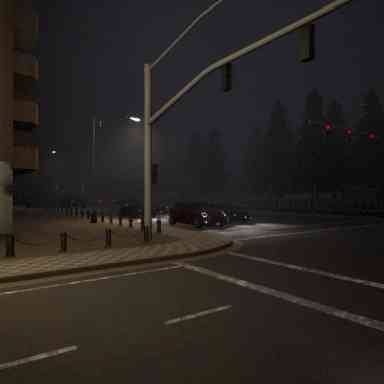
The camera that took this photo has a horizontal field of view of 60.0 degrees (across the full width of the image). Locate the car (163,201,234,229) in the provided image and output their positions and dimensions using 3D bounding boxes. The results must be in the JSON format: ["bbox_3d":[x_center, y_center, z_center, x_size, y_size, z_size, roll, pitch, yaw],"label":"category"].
[{"bbox_3d":[0.316,1.407,22.518,2.097,1.767,4.553,0,0,-36],"label":"car"}]

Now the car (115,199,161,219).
[{"bbox_3d":[-4.903,1.619,29.766,1.994,1.385,4.181,0,0,-36],"label":"car"}]

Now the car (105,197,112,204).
[{"bbox_3d":[-16.723,1.656,64.459,1.895,1.301,4.718,0,0,-36],"label":"car"}]

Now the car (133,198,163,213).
[{"bbox_3d":[-4.340,1.656,34.973,1.895,1.301,4.718,0,0,-36],"label":"car"}]

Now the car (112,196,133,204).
[{"bbox_3d":[-11.461,1.408,57.183,2.097,1.767,4.553,0,0,-36],"label":"car"}]

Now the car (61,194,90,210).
[{"bbox_3d":[-16.273,1.279,45.603,2.150,2.045,5.566,0,0,-35],"label":"car"}]

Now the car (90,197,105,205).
[{"bbox_3d":[-18.049,1.656,60.339,1.895,1.301,4.718,0,0,-36],"label":"car"}]

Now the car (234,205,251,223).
[{"bbox_3d":[2.394,1.560,25.621,1.837,1.490,4.892,0,0,-36],"label":"car"}]
